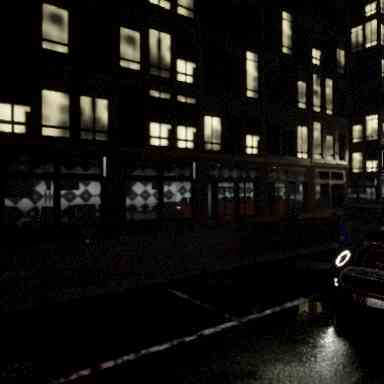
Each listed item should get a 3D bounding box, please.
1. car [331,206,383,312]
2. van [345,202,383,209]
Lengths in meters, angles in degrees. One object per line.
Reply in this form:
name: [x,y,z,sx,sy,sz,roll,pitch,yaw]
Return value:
car: [4.929,1.273,6.953,4.553,1.767,2.097,-1,0,-36]
van: [6.629,1.225,11.379,3.998,1.788,1.690,-1,1,-36]
